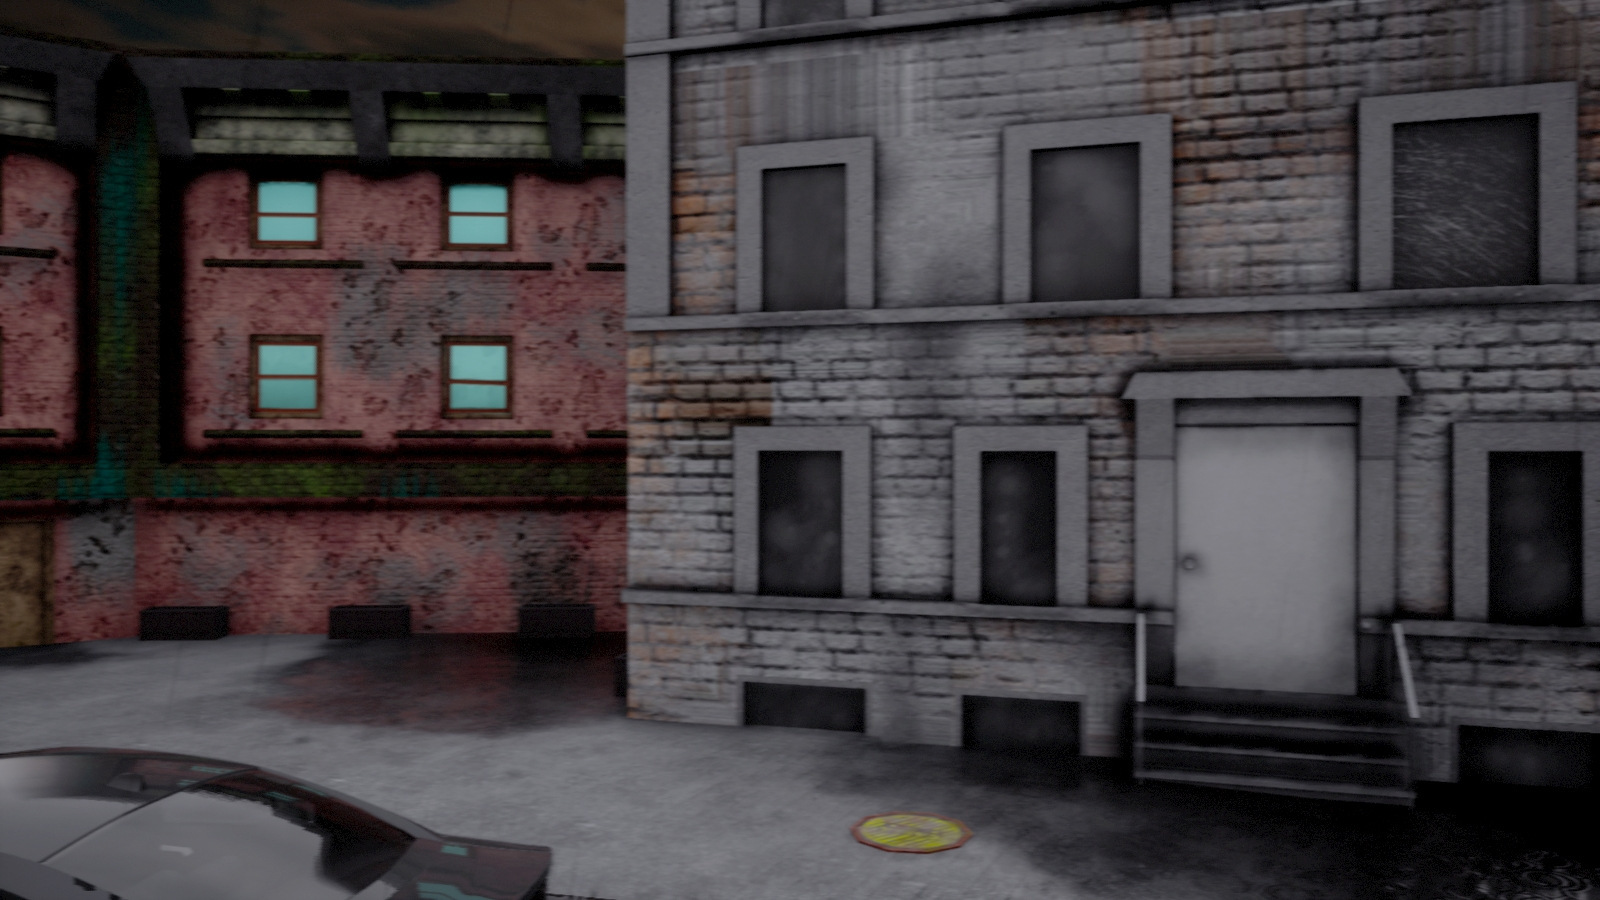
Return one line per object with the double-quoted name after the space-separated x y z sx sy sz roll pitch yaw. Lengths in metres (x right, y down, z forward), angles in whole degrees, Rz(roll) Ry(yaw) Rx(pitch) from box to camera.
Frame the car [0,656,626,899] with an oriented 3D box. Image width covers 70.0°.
-3.440 1.811 4.621 5.006 1.535 2.097 0 0 10 "car"
